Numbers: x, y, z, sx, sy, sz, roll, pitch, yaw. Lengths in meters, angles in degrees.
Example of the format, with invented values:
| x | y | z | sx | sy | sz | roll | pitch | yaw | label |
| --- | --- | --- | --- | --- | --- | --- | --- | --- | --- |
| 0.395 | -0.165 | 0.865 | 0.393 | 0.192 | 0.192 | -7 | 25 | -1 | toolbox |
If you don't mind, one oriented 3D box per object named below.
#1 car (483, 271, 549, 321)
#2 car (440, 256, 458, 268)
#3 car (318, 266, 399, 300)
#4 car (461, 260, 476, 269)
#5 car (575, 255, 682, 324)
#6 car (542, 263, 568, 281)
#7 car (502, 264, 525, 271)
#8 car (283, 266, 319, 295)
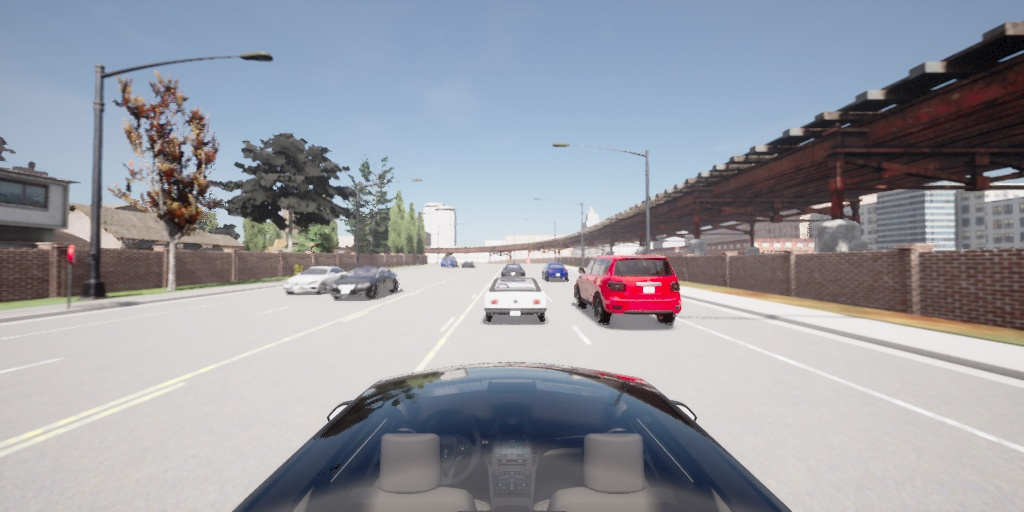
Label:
| x | y | z | sx | sy | sz | roll | pitch | yaw | label |
| --- | --- | --- | --- | --- | --- | --- | --- | --- | --- |
| 0.101 | 1.358 | 12.544 | 1.895 | 1.301 | 4.718 | 0 | 0 | 0 | car |
| -10.547 | 1.012 | 60.565 | 2.150 | 2.045 | 5.566 | 0 | 0 | 1 | car |
| -7.102 | 1.252 | 17.762 | 2.128 | 1.511 | 4.902 | 0 | 0 | 0 | car |
| -7.062 | 1.353 | 58.493 | 1.994 | 1.385 | 4.181 | 0 | 0 | 1 | car |
| 3.599 | 0.979 | 12.101 | 2.150 | 2.045 | 5.566 | 0 | 0 | 0 | car |
| 3.596 | 1.296 | 30.290 | 1.812 | 1.442 | 4.674 | 0 | 0 | 0 | car |
| 0.096 | 1.333 | 29.775 | 1.994 | 1.385 | 4.181 | 0 | 0 | 0 | car |
| -10.602 | 1.288 | 19.969 | 1.812 | 1.442 | 4.674 | 0 | 0 | 0 | car |
